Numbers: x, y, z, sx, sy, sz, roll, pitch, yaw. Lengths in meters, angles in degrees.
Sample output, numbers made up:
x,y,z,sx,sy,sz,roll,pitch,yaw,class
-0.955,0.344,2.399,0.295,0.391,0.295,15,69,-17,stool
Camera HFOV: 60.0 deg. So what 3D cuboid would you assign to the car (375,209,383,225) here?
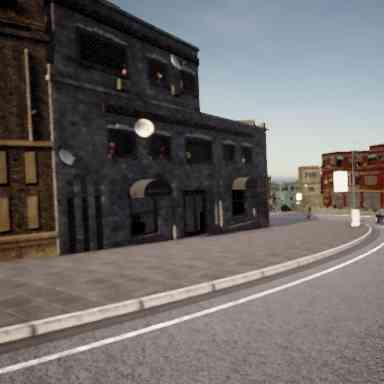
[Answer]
x,y,z,sx,sy,sz,roll,pitch,yaw,class
18.593,2.295,31.154,1.837,1.490,4.892,-2,-3,17,car
